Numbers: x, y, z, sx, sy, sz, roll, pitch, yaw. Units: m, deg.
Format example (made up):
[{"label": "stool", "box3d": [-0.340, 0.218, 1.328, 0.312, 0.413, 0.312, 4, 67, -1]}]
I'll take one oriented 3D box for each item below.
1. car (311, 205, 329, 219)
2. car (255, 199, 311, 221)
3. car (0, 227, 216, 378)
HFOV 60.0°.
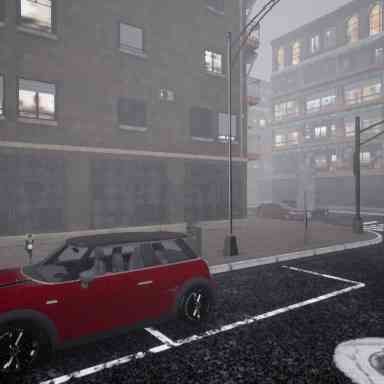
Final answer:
[{"label": "car", "box3d": [8.920, 1.348, 27.746, 1.882, 1.535, 5.008, -1, 1, -35]}, {"label": "car", "box3d": [6.835, 1.473, 26.225, 1.802, 1.307, 4.206, 0, 0, -35]}, {"label": "car", "box3d": [-1.645, 1.440, 5.446, 4.097, 1.590, 1.967, 0, 0, -35]}]
